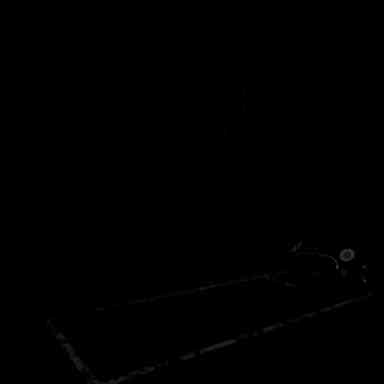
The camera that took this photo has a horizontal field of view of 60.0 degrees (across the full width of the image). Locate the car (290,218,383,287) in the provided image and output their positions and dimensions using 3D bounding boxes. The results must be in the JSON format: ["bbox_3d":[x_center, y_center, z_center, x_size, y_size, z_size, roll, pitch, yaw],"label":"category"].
[{"bbox_3d":[4.650,1.526,9.504,4.097,1.590,1.967,1,0,-35],"label":"car"}]
